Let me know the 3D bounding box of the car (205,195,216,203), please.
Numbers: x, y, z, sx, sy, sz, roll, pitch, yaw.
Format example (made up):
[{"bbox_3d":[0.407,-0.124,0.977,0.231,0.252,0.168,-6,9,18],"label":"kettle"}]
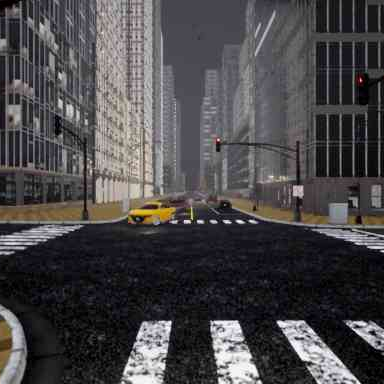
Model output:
[{"bbox_3d":[3.785,1.425,69.423,1.967,1.590,4.097,0,0,0],"label":"car"}]

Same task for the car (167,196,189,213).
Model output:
[{"bbox_3d":[-1.504,1.536,37.131,1.812,1.442,4.674,0,0,0],"label":"car"}]

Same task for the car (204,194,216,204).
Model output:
[{"bbox_3d":[3.807,1.306,63.894,2.192,1.841,5.009,0,0,0],"label":"car"}]

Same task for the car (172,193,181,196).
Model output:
[{"bbox_3d":[-1.549,1.355,51.031,2.097,1.767,4.553,0,0,0],"label":"car"}]

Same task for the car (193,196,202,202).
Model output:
[{"bbox_3d":[1.218,1.521,72.899,2.033,1.411,5.357,0,0,0],"label":"car"}]

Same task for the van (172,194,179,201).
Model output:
[{"bbox_3d":[-4.159,1.306,85.974,1.690,1.788,3.998,0,0,0],"label":"van"}]

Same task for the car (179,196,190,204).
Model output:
[{"bbox_3d":[-1.523,1.541,67.555,2.033,1.411,5.357,0,0,0],"label":"car"}]

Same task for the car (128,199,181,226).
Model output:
[{"bbox_3d":[-2.717,1.495,23.895,1.882,1.535,5.008,1,0,18],"label":"car"}]

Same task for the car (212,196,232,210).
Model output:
[{"bbox_3d":[3.941,1.574,41.785,1.947,1.339,4.313,0,0,0],"label":"car"}]

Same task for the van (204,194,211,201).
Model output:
[{"bbox_3d":[3.742,1.312,80.477,1.690,1.788,3.998,0,0,0],"label":"van"}]

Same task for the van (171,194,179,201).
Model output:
[{"bbox_3d":[-4.138,1.312,80.447,1.690,1.788,3.998,0,0,0],"label":"van"}]

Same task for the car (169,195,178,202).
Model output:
[{"bbox_3d":[-4.116,1.418,74.920,1.967,1.590,4.097,0,0,0],"label":"car"}]
